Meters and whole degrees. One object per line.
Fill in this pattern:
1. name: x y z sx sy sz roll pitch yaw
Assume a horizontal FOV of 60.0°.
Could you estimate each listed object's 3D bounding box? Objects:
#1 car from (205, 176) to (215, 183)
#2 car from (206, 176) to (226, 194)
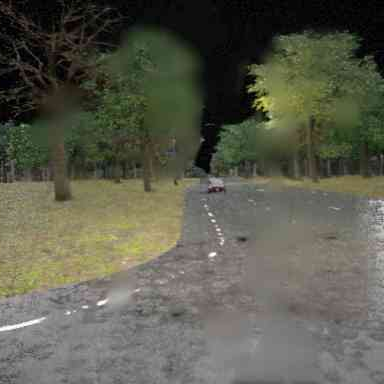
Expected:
1. car: 4.121 -2.814 73.922 1.895 1.301 4.718 -2 3 7
2. car: 2.502 -0.648 35.861 1.882 1.535 5.008 -3 3 0
